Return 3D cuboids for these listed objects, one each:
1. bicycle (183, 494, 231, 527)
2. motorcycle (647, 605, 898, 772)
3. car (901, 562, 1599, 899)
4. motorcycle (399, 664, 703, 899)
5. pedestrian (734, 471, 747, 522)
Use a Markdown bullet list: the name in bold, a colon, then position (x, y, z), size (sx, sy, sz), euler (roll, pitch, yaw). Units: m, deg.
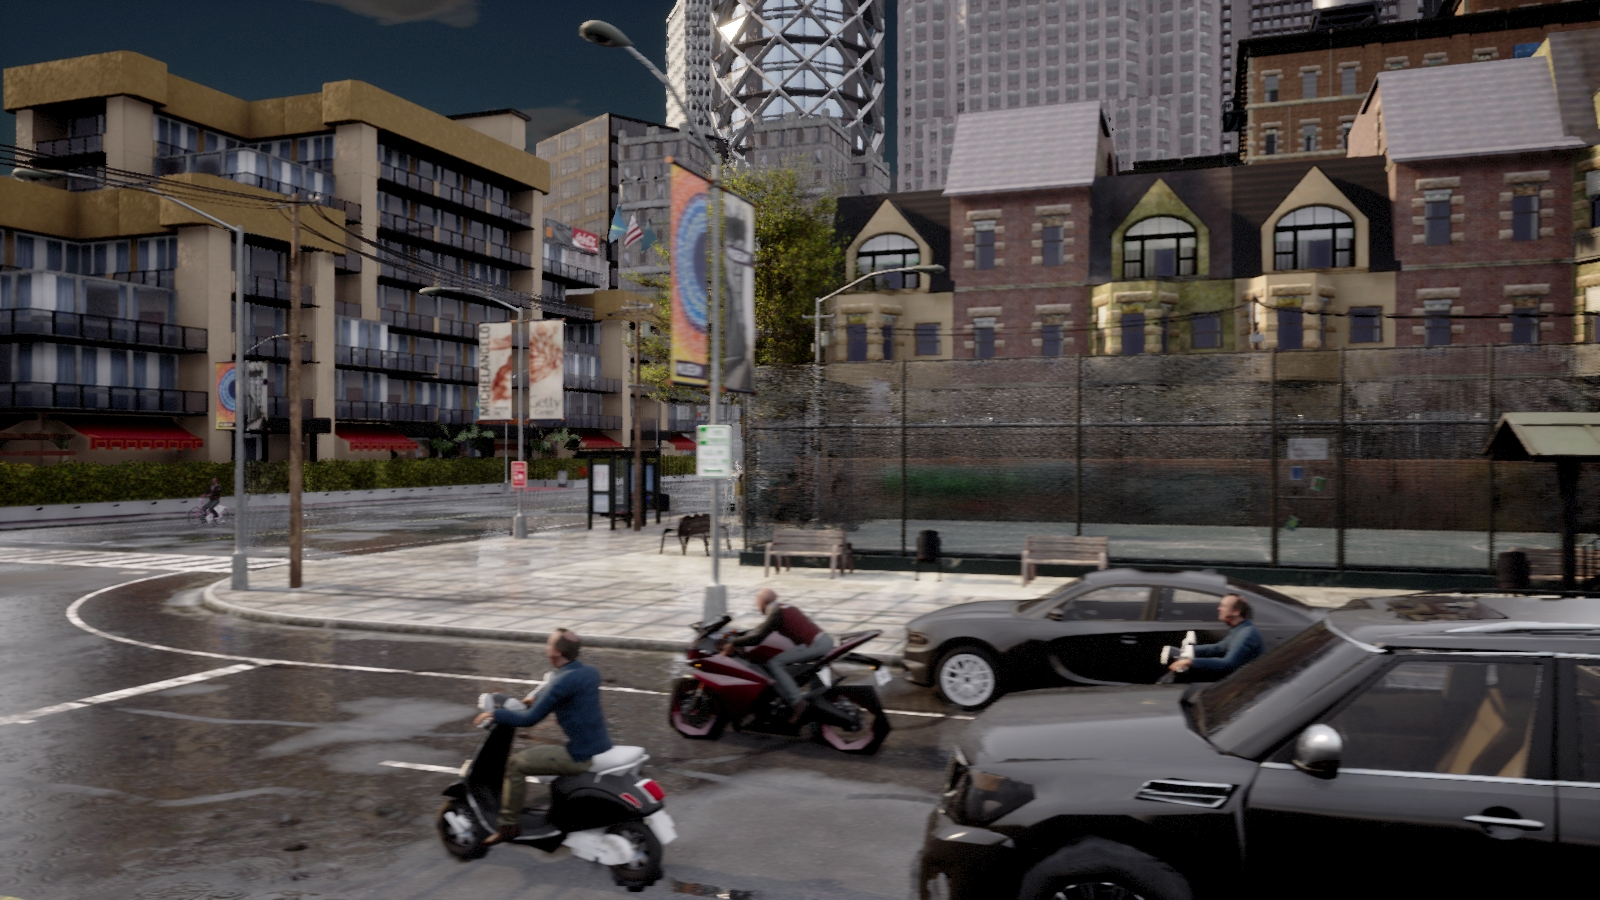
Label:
- **bicycle**: position (-21.902, 2.209, 42.232), size (0.329, 1.171, 1.835), euler (0, -2, 20)
- **motorcycle**: position (-0.258, 2.205, 10.844), size (2.209, 1.251, 0.867), euler (0, 0, 20)
- **car**: position (3.486, 1.780, 5.757), size (5.566, 2.045, 2.150), euler (0, 0, 20)
- **motorcycle**: position (-1.647, 2.182, 7.624), size (1.805, 1.236, 0.856), euler (0, 0, 20)
- **pedestrian**: position (-2.170, 1.697, 41.932), size (0.375, 1.860, 0.375), euler (0, 0, 17)
